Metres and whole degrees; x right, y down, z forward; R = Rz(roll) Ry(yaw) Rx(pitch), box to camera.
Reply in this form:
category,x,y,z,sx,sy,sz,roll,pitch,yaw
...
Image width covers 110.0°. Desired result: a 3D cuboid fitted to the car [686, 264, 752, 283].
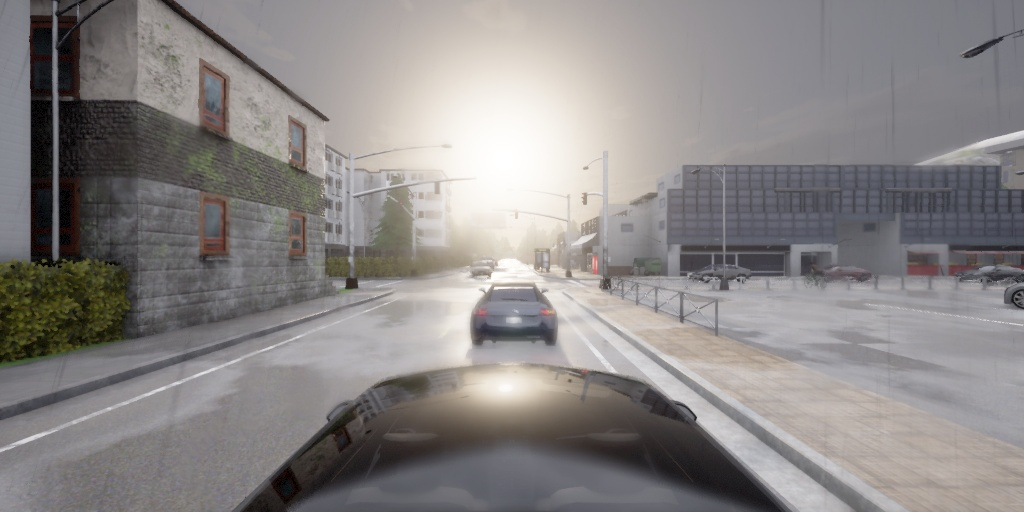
category,x,y,z,sx,sy,sz,roll,pitch,yaw
car,17.032,1.418,29.600,4.902,1.511,2.128,0,0,0

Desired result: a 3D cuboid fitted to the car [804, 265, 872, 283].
category,x,y,z,sx,sy,sz,roll,pitch,yaw
car,26.929,1.452,29.631,4.674,1.442,1.812,0,0,0

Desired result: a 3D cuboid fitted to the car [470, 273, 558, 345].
category,x,y,z,sx,sy,sz,roll,pitch,yaw
car,0.053,1.314,9.502,1.994,1.385,4.181,0,0,0

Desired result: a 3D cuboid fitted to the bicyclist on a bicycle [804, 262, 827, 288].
category,x,y,z,sx,sy,sz,roll,pitch,yaw
bicyclist on a bicycle,18.689,1.227,22.123,0.582,1.620,1.656,0,0,0

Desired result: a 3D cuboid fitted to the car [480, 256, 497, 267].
category,x,y,z,sx,sy,sz,roll,pitch,yaw
car,-3.654,0.965,51.414,2.150,2.045,5.566,0,1,0

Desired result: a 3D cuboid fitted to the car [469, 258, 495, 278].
category,x,y,z,sx,sy,sz,roll,pitch,yaw
car,-3.135,1.297,35.210,1.837,1.490,4.892,-1,2,-9

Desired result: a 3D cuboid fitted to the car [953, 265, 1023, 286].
category,x,y,z,sx,sy,sz,roll,pitch,yaw
car,39.575,1.452,29.655,4.674,1.442,1.812,0,0,0
